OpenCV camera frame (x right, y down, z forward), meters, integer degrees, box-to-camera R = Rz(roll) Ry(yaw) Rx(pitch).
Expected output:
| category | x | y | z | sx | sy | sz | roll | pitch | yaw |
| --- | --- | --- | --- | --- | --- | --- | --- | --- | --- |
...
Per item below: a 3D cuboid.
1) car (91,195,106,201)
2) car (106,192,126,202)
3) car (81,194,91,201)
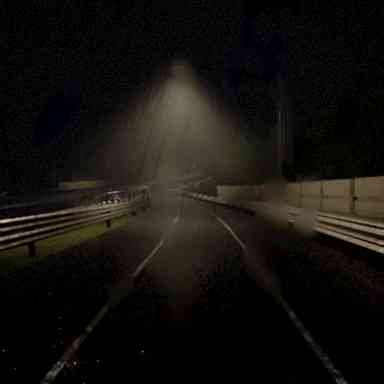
| category | x | y | z | sx | sy | sz | roll | pitch | yaw |
| --- | --- | --- | --- | --- | --- | --- | --- | --- | --- |
| car | -21.379 | 1.388 | 79.037 | 2.128 | 1.511 | 4.902 | 1 | 3 | 8 |
| car | -17.913 | 1.430 | 78.548 | 1.812 | 1.442 | 4.674 | 1 | 3 | 8 |
| car | -24.845 | 1.319 | 79.525 | 1.837 | 1.490 | 4.892 | 1 | 3 | 8 |
